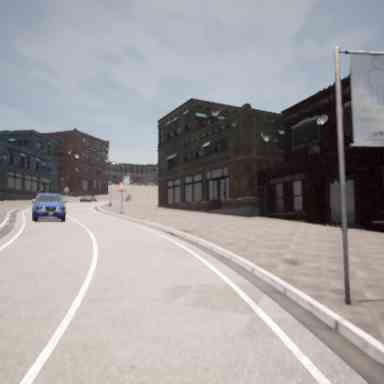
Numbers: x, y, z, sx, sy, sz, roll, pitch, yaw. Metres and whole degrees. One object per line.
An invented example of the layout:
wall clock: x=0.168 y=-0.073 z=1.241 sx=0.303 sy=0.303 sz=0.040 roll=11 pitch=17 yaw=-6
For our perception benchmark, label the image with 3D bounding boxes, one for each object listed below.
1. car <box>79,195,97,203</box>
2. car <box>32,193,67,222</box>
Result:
car: x=-20.559 y=1.400 z=66.046 sx=2.033 sy=1.411 sz=5.357 roll=-1 pitch=0 yaw=3
car: x=-10.915 y=1.111 z=25.397 sx=2.150 sy=2.045 sz=5.566 roll=2 pitch=0 yaw=-26
